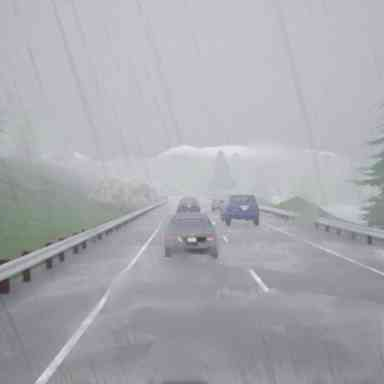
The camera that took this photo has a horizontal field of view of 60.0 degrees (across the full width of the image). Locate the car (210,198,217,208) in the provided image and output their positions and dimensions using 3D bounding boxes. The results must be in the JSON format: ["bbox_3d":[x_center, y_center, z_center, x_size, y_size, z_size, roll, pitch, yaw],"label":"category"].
[{"bbox_3d":[3.065,1.412,37.161,2.033,1.411,5.357,0,0,0],"label":"car"}]

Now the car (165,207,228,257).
[{"bbox_3d":[-0.041,1.502,12.681,2.033,1.411,5.357,0,0,-1],"label":"car"}]

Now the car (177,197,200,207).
[{"bbox_3d":[-0.301,1.239,31.419,2.097,1.767,4.553,0,0,-1],"label":"car"}]

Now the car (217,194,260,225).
[{"bbox_3d":[3.259,1.136,23.335,2.150,2.045,5.566,0,0,0],"label":"car"}]
